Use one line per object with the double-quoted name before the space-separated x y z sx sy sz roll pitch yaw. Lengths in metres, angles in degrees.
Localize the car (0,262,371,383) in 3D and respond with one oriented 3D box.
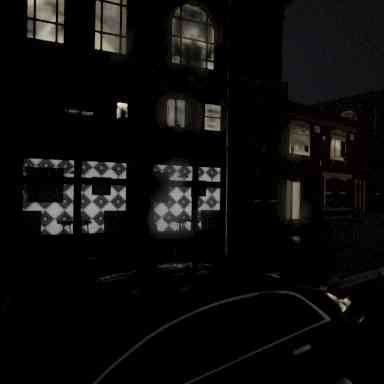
"car" -0.364 1.504 2.847 4.892 1.490 1.837 0 0 -35
